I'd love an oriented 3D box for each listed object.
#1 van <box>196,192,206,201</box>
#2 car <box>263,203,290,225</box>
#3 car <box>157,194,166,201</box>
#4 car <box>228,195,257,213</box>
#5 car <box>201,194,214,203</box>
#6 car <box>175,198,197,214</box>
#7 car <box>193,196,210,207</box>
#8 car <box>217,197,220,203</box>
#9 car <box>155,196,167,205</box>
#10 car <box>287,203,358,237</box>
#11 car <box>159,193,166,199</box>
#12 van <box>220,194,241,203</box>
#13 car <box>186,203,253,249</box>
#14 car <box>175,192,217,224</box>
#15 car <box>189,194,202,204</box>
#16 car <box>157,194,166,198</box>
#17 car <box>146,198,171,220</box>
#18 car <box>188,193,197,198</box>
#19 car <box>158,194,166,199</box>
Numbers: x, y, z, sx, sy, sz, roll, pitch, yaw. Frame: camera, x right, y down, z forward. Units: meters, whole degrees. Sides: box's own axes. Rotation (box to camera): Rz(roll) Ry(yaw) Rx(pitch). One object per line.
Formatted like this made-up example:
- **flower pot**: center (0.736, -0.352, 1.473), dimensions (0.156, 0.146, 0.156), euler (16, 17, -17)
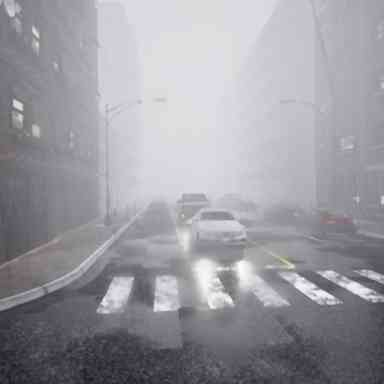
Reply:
- **van**: center (1.917, 0.943, 71.661), dimensions (1.690, 1.788, 3.998), euler (-1, 0, -5)
- **car**: center (6.109, 1.387, 22.128), dimensions (1.947, 1.339, 4.313), euler (-1, 0, -5)
- **car**: center (-6.417, 1.208, 70.800), dimensions (1.752, 1.417, 4.829), euler (-1, 0, -5)
- **car**: center (5.178, 1.315, 33.135), dimensions (1.887, 1.381, 4.507), euler (-1, 0, -5)
- **car**: center (2.837, 1.173, 60.823), dimensions (1.752, 1.417, 4.829), euler (-1, 0, -5)
- **car**: center (-0.695, 1.383, 34.094), dimensions (1.994, 1.385, 4.181), euler (-1, 0, -5)
- **car**: center (1.337, 1.328, 47.921), dimensions (1.895, 1.301, 4.718), euler (-1, 0, -5)
- **car**: center (4.248, 1.286, 44.143), dimensions (1.947, 1.339, 4.313), euler (-1, 0, -5)
- **car**: center (-5.034, 1.334, 54.458), dimensions (1.802, 1.307, 4.206), euler (-1, 0, -5)
- **car**: center (6.574, 1.429, 16.625), dimensions (1.802, 1.307, 4.206), euler (-1, 0, -5)
- **car**: center (-8.291, 1.137, 92.984), dimensions (1.887, 1.381, 4.507), euler (-1, 0, -5)
- **van**: center (4.709, 1.086, 38.638), dimensions (1.690, 1.788, 3.998), euler (-1, 0, -5)
- **car**: center (0.979, 1.438, 14.236), dimensions (1.812, 1.442, 4.674), euler (-1, 0, -5)
- **car**: center (0.129, 1.087, 24.087), dimensions (2.150, 2.045, 5.566), euler (-1, 0, -5)
- **car**: center (0.503, 1.189, 57.705), dimensions (1.837, 1.490, 4.892), euler (-1, 0, -5)
- **car**: center (-4.105, 1.346, 43.450), dimensions (1.887, 1.381, 4.507), euler (-1, 0, -5)
- **car**: center (-2.708, 1.442, 26.939), dimensions (1.947, 1.339, 4.313), euler (-1, 0, -5)
- **car**: center (0.060, 1.062, 93.676), dimensions (2.008, 1.369, 4.403), euler (-1, 0, -5)
- **car**: center (-7.826, 1.180, 87.480), dimensions (1.947, 1.339, 4.313), euler (-1, 0, -5)
